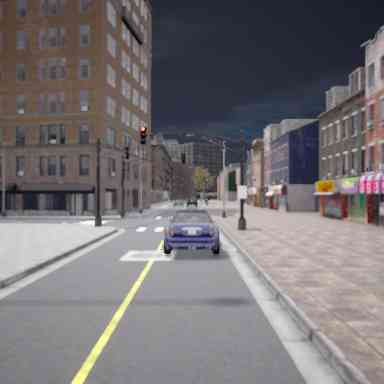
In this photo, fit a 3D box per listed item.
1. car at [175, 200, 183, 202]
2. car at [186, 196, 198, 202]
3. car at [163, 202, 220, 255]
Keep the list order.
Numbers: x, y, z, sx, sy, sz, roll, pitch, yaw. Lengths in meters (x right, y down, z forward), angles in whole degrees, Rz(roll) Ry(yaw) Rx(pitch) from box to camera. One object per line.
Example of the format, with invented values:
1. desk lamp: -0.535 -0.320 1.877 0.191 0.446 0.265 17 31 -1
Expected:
1. car: -2.773 2.257 67.857 1.994 1.385 4.181 0 -1 0
2. car: -0.019 1.888 65.558 2.150 2.045 5.566 0 -1 0
3. car: -0.001 1.491 14.060 2.097 1.767 4.553 0 -1 0
